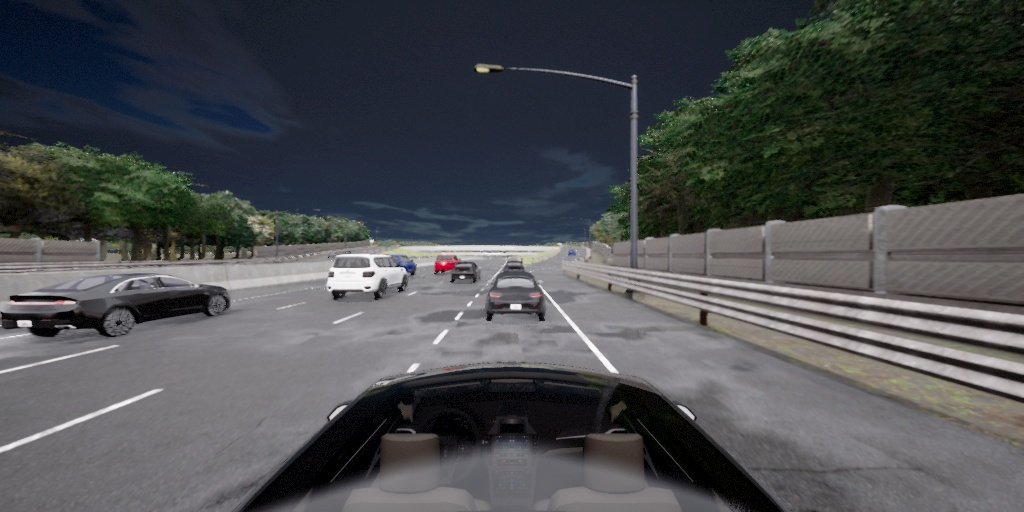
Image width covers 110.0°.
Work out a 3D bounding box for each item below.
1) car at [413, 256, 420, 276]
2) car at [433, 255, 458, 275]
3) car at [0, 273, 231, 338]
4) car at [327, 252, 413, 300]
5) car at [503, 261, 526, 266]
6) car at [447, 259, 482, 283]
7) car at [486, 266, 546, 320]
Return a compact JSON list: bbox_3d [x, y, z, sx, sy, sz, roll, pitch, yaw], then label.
[{"bbox_3d":[-10.310,0.905,32.365,2.150,2.045,5.566,0,0,0],"label":"car"},{"bbox_3d":[-6.777,0.892,38.253,2.150,2.045,5.566,0,0,0],"label":"car"},{"bbox_3d":[-10.392,1.225,10.074,2.128,1.511,4.902,0,0,0],"label":"car"},{"bbox_3d":[-6.875,0.938,17.692,2.150,2.045,5.566,0,0,0],"label":"car"},{"bbox_3d":[0.190,1.193,30.525,1.837,1.490,4.892,0,0,1],"label":"car"},{"bbox_3d":[-3.435,1.200,27.323,1.837,1.490,4.892,0,0,0],"label":"car"},{"bbox_3d":[0.111,1.255,12.364,1.812,1.442,4.674,0,0,0],"label":"car"}]
